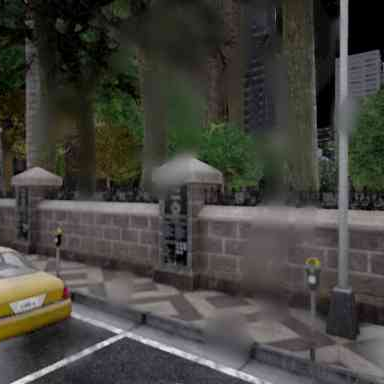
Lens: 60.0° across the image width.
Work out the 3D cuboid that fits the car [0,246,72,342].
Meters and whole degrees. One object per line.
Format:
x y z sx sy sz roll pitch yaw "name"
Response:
-4.130 1.497 5.925 4.829 1.417 1.752 0 0 36 "car"
